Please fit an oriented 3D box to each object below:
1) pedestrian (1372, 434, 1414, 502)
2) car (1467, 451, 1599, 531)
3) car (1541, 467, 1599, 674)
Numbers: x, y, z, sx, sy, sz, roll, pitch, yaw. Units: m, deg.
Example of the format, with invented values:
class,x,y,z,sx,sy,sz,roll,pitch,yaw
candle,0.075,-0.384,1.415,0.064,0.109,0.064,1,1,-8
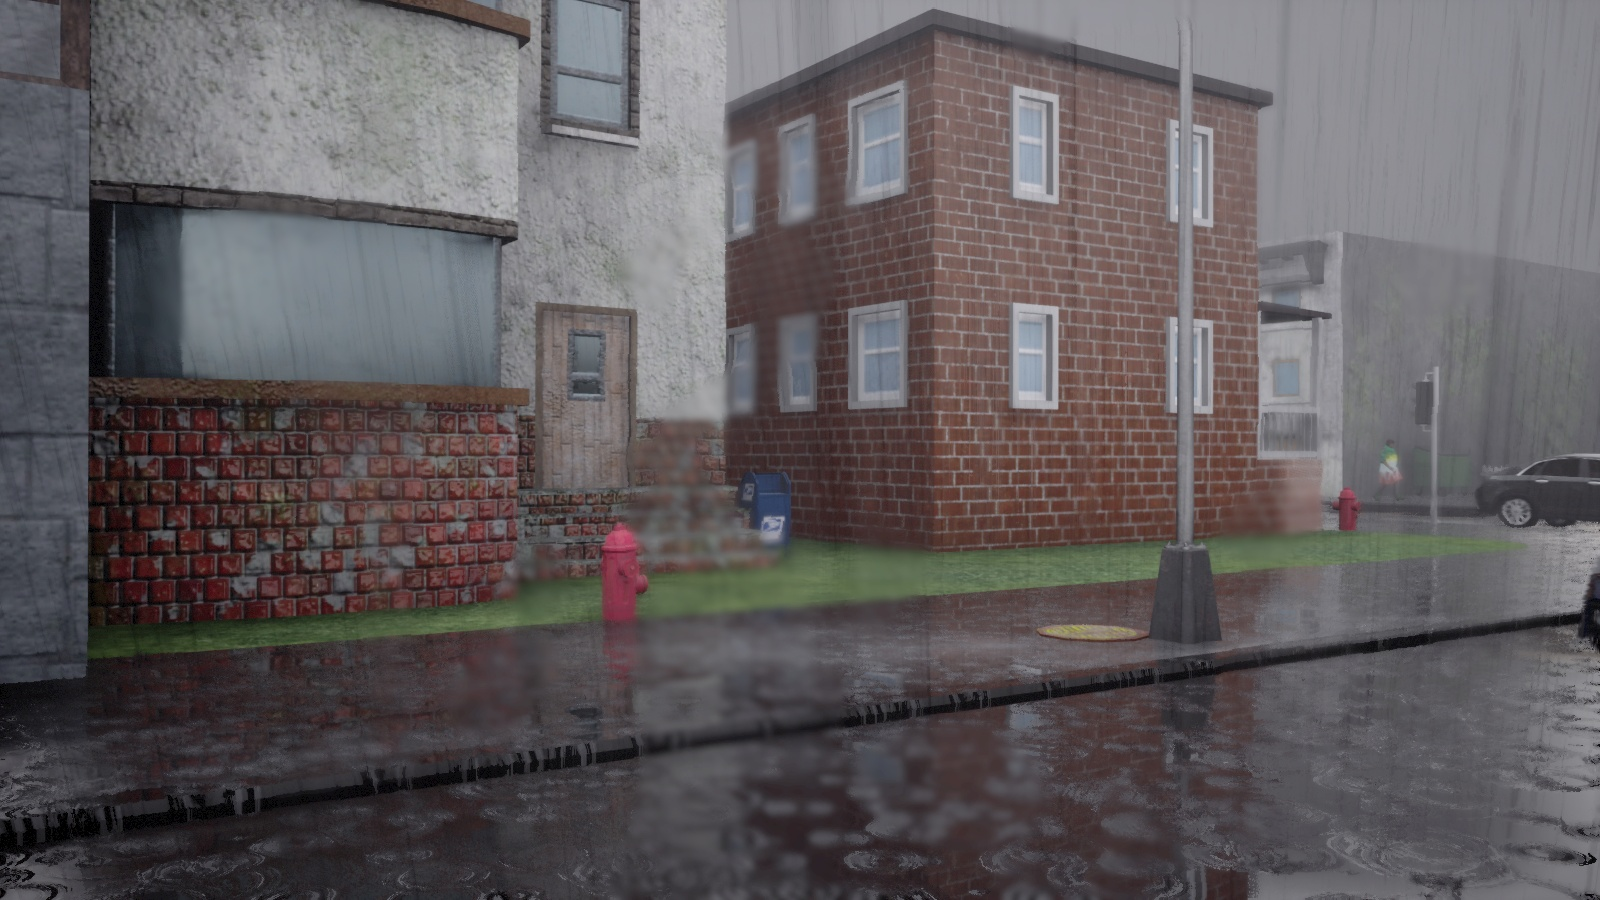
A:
class,x,y,z,sx,sy,sz,roll,pitch,yaw
pedestrian,17.281,0.507,36.606,0.659,1.952,0.873,0,0,-22
car,15.839,0.775,24.288,1.837,1.490,4.892,0,0,-33
car,7.482,0.815,9.084,4.181,1.385,1.994,0,0,-33
